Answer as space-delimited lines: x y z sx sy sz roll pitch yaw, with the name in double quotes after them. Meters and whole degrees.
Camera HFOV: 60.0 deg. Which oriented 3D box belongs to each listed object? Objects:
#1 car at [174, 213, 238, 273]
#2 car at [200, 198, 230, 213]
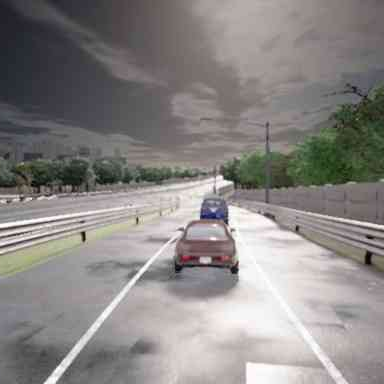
0.486 1.634 11.022 1.812 1.442 4.674 0 0 3 "car"
1.822 1.482 26.638 2.150 2.045 5.566 0 -1 6 "car"
